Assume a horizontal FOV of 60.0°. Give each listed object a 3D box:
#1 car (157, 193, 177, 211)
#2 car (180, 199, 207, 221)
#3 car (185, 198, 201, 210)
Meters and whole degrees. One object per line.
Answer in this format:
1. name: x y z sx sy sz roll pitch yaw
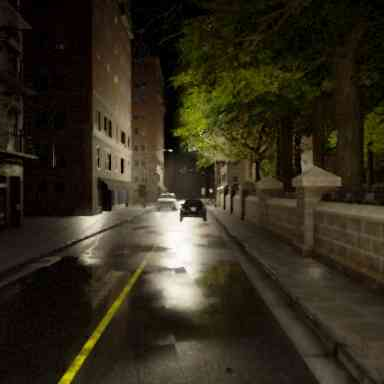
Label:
1. car: -3.020 1.203 40.681 2.150 2.045 5.566 0 0 0
2. car: 0.091 1.337 27.239 2.097 1.767 4.553 0 0 0
3. car: 0.088 1.539 43.608 1.994 1.385 4.181 0 0 0
